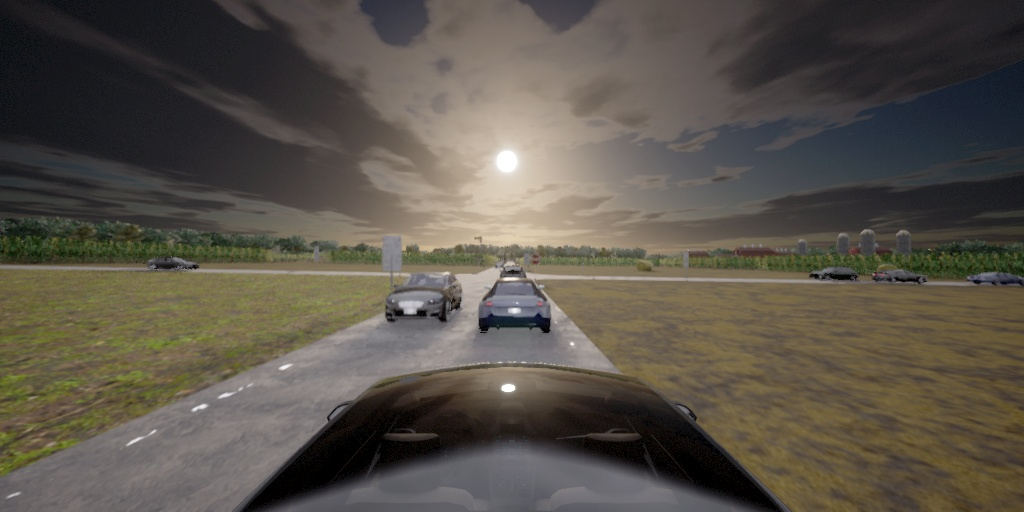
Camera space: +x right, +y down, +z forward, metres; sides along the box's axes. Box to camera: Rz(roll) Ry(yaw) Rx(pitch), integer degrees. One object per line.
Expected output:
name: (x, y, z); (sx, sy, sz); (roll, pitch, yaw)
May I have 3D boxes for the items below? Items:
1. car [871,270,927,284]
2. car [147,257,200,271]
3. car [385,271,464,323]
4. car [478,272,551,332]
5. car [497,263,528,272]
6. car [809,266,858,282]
car: (42.731, 2.270, 39.558); (4.902, 1.511, 2.128); (1, 0, 1)
car: (-37.297, 0.872, 39.551); (4.892, 1.490, 1.837); (1, 0, 0)
car: (-2.845, 1.294, 12.467); (2.128, 1.511, 4.902); (0, 0, 0)
car: (0.081, 1.359, 11.043); (1.994, 1.385, 4.181); (0, 0, 0)
car: (0.088, 1.405, 26.232); (1.837, 1.490, 4.892); (0, -1, 1)
car: (37.911, 2.062, 42.417); (4.553, 1.767, 2.097); (1, 0, 0)
